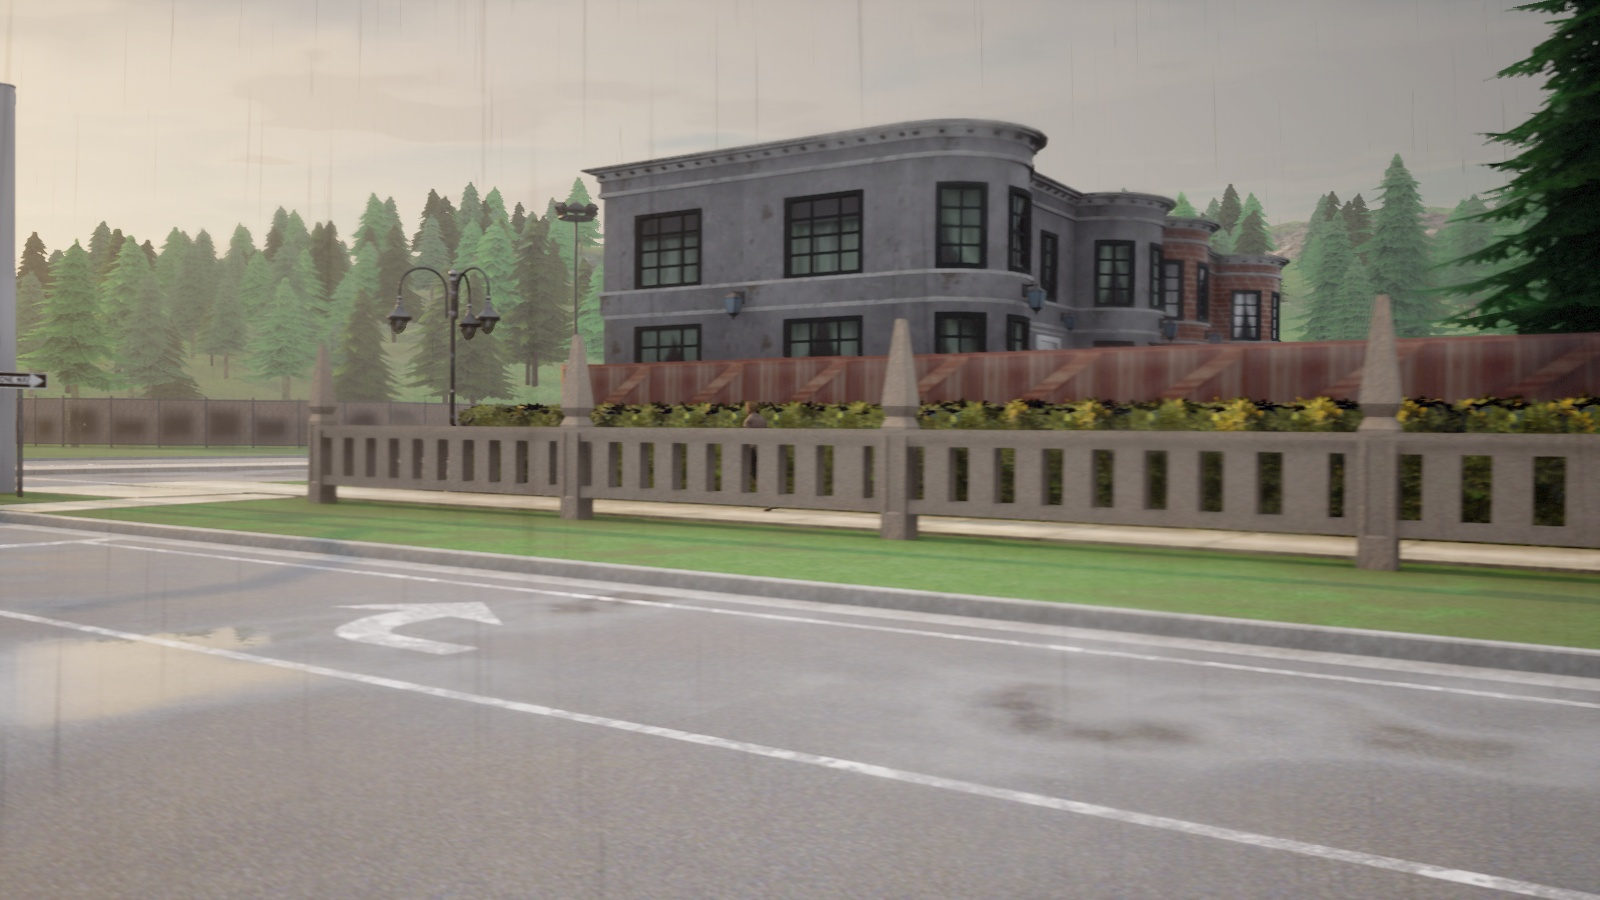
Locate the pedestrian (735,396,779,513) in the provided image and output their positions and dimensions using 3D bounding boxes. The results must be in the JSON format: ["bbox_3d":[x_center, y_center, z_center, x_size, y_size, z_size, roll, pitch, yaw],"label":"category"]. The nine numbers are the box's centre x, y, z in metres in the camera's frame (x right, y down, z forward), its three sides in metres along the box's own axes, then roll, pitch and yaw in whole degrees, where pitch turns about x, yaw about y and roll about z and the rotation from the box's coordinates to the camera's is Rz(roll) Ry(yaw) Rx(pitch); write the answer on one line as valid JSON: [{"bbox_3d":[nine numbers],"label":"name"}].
[{"bbox_3d":[-0.694,0.071,20.200,0.634,1.846,0.331,0,1,37],"label":"pedestrian"}]
